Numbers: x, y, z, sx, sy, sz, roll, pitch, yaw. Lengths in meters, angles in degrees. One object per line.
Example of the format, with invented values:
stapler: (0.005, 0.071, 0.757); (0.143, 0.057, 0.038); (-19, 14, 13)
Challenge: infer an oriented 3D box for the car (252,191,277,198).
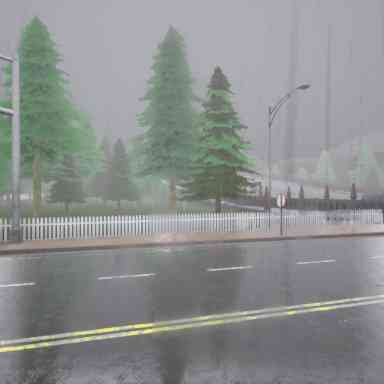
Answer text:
car: (12.163, 0.571, 54.885); (2.097, 1.767, 4.553); (0, 4, -19)

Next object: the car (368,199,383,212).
car: (22.151, 1.555, 37.049); (1.994, 1.385, 4.181); (0, 0, -20)

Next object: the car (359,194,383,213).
car: (19.664, 1.217, 33.584); (2.150, 2.045, 5.566); (0, 0, -20)

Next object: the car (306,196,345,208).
car: (18.679, 1.349, 46.836); (2.033, 1.411, 5.357); (0, 2, -20)

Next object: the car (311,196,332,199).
car: (16.498, 1.441, 42.517); (1.812, 1.442, 4.674); (0, 2, -19)

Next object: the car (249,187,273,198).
car: (13.039, 0.038, 63.114); (2.033, 1.411, 5.357); (0, 6, -19)
